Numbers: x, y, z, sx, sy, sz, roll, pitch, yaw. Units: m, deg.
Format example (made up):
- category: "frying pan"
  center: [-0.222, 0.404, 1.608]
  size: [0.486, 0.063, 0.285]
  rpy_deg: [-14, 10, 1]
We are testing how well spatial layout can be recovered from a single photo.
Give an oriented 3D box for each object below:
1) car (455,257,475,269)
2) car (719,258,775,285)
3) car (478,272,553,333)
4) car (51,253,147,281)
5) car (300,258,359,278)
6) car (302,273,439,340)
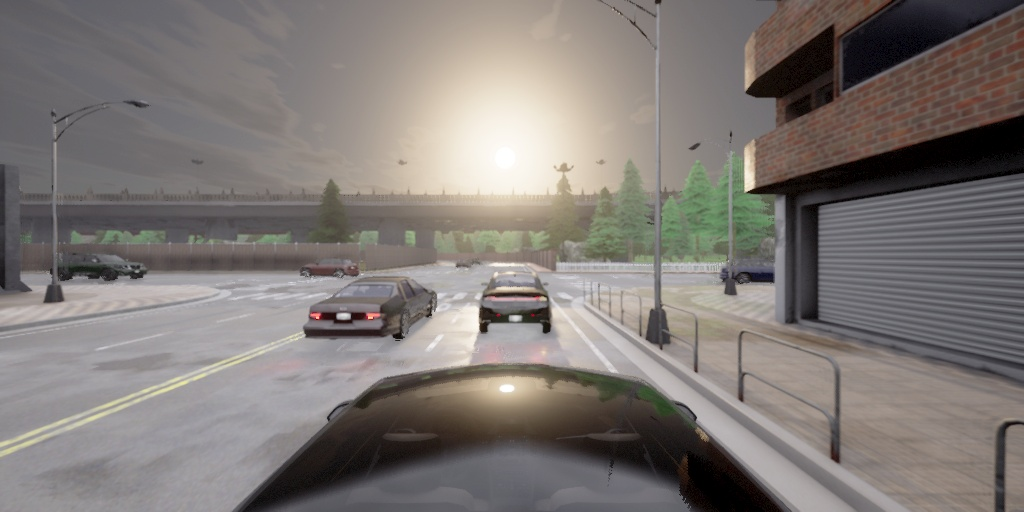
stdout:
- category: "car"
  center: [-7.073, 1.078, 52.651]
  size: [2.033, 1.411, 5.357]
  rpy_deg: [0, 0, 0]
- category: "car"
  center: [16.229, 0.953, 23.402]
  size: [4.553, 1.767, 2.097]
  rpy_deg: [0, 0, 3]
- category: "car"
  center: [0.088, 1.202, 10.558]
  size: [2.128, 1.511, 4.902]
  rpy_deg: [0, 0, 0]
- category: "car"
  center: [-30.927, 0.807, 26.940]
  size: [5.566, 2.045, 2.150]
  rpy_deg: [0, 0, 0]
- category: "car"
  center: [-15.424, 0.953, 30.347]
  size: [4.553, 1.767, 2.097]
  rpy_deg: [1, 1, 10]
- category: "car"
  center: [-3.416, 1.263, 9.804]
  size: [2.033, 1.411, 5.357]
  rpy_deg: [0, 0, 0]
